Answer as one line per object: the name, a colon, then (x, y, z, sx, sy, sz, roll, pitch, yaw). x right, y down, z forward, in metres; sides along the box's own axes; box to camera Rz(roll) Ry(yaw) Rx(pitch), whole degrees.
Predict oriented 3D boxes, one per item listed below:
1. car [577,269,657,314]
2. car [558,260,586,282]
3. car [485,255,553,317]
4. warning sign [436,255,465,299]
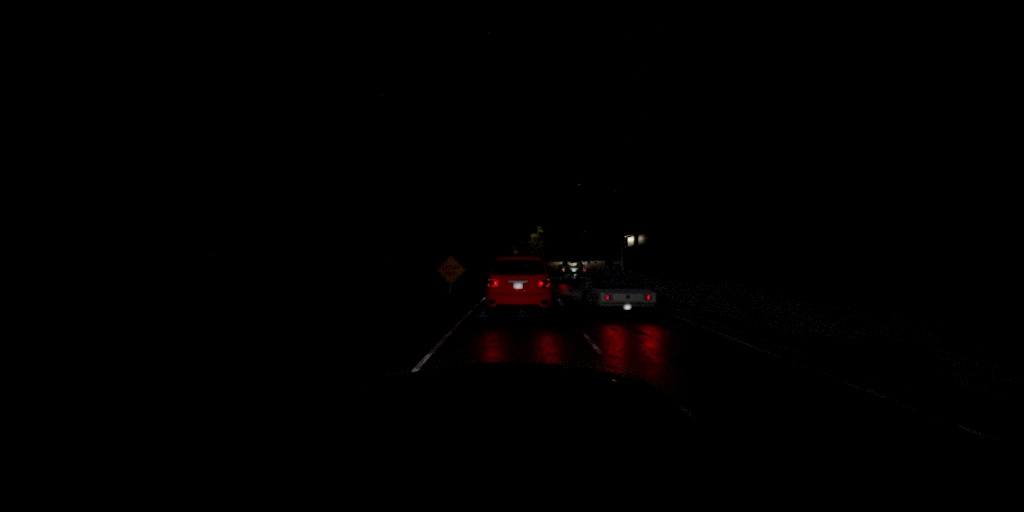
car: (3.850, 1.366, 13.804, 1.895, 1.301, 4.718, 0, 0, 3)
car: (4.859, 1.109, 29.053, 2.097, 1.767, 4.553, 0, 0, 6)
car: (0.323, 0.985, 13.434, 2.150, 2.045, 5.566, 0, 0, 3)
warning sign: (-2.685, 0.877, 15.704, 1.300, 1.860, 1.060, 0, 0, 3)
